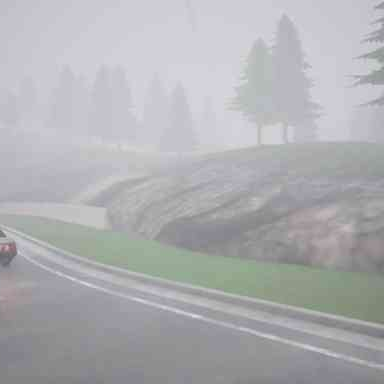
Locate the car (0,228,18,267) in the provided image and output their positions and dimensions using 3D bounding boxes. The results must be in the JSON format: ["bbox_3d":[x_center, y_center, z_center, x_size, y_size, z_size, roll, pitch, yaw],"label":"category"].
[{"bbox_3d":[-7.113,1.603,10.598,1.895,1.301,4.718,0,0,-40],"label":"car"}]
